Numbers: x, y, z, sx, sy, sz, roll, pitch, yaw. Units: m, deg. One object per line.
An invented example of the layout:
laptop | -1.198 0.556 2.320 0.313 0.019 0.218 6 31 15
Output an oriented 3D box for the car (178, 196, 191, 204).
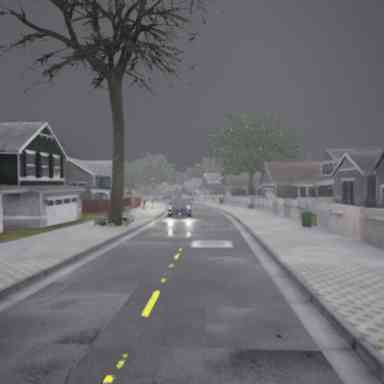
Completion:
car | -1.638 1.560 68.457 1.882 1.535 5.008 -1 0 -11

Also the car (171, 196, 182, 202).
car | -3.703 1.611 78.357 1.837 1.490 4.892 -1 0 -14

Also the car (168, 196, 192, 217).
car | -1.058 1.328 30.935 2.097 1.767 4.553 0 0 0
